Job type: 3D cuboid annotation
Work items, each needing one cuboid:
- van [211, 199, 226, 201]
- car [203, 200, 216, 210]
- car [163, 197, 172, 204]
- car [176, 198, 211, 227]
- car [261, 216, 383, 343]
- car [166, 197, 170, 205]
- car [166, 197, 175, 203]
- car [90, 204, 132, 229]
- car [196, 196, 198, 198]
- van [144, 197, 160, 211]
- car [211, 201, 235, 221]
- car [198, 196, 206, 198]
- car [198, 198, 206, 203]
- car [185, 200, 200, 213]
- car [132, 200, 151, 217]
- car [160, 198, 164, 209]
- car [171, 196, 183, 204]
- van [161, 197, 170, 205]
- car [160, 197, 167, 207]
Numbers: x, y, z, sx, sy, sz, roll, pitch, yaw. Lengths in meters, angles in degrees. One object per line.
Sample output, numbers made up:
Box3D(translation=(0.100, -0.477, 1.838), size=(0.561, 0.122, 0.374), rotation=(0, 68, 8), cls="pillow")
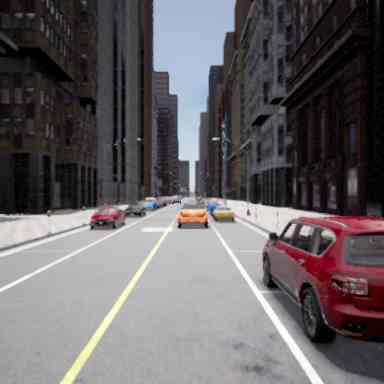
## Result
Box3D(translation=(2.722, 1.615, 34.660), size=(1.690, 1.788, 3.998), rotation=(0, 0, 0), cls="van")
Box3D(translation=(2.703, 1.940, 51.737), size=(1.752, 1.417, 4.829), rotation=(0, 0, 0), cls="car")
Box3D(translation=(-5.855, 2.092, 79.729), size=(1.967, 1.590, 4.097), rotation=(0, 0, 0), cls="car")
Box3D(translation=(0.073, 1.545, 24.666), size=(2.097, 1.767, 4.553), rotation=(0, -1, 0), cls="car")
Box3D(translation=(2.754, 1.363, 6.480), size=(2.192, 1.841, 5.009), rotation=(0, 0, 0), cls="car")
Box3D(translation=(-5.836, 1.827, 62.820), size=(2.192, 1.841, 5.009), rotation=(0, 0, 0), cls="car")
Box3D(translation=(-5.868, 2.185, 91.003), size=(1.967, 1.590, 4.097), rotation=(0, 0, 0), cls="car")
Box3D(translation=(-5.789, 1.732, 23.363), size=(1.887, 1.381, 4.507), rotation=(0, 0, 0), cls="car")
Box3D(translation=(2.670, 1.961, 79.750), size=(2.192, 1.841, 5.009), rotation=(0, 0, 0), cls="car")
Box3D(translation=(-5.816, 1.713, 45.911), size=(1.690, 1.788, 3.998), rotation=(0, 0, 0), cls="van")
Box3D(translation=(2.729, 1.754, 29.193), size=(1.752, 1.417, 4.829), rotation=(0, 0, 0), cls="car")
Box3D(translation=(2.683, 1.993, 68.475), size=(1.967, 1.590, 4.097), rotation=(0, 0, 0), cls="car")
Box3D(translation=(2.658, 2.305, 91.020), size=(1.947, 1.339, 4.313), rotation=(0, 0, 0), cls="car")
Box3D(translation=(0.053, 1.855, 43.784), size=(1.837, 1.490, 4.892), rotation=(0, 0, 0), cls="car")
Box3D(translation=(-5.802, 1.845, 34.636), size=(1.947, 1.339, 4.313), rotation=(0, 0, 0), cls="car")
Box3D(translation=(-5.822, 1.985, 51.546), size=(1.947, 1.339, 4.313), rotation=(0, 0, 0), cls="car")
Box3D(translation=(-3.077, 2.008, 68.736), size=(1.895, 1.301, 4.718), rotation=(0, 0, 0), cls="car")
Box3D(translation=(-5.849, 1.946, 74.094), size=(1.690, 1.788, 3.998), rotation=(0, 0, 0), cls="van")
Box3D(translation=(-5.828, 2.031, 57.182), size=(1.947, 1.339, 4.313), rotation=(0, 0, 0), cls="car")
